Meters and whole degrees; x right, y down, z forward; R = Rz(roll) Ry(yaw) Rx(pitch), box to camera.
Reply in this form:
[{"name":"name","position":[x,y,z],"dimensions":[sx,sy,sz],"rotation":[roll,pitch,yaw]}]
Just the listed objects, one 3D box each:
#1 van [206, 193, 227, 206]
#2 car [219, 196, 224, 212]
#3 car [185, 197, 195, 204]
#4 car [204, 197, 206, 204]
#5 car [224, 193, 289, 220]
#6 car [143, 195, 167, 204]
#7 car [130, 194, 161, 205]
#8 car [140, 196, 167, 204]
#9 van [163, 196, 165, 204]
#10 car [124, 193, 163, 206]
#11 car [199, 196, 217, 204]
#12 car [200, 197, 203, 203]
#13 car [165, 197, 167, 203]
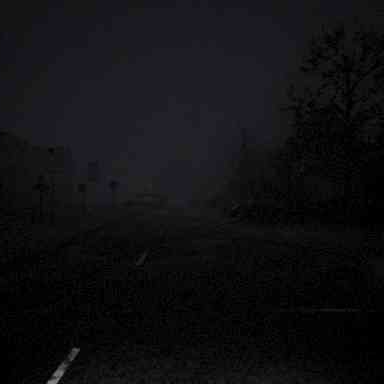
[{"name":"van","position":[4.746,1.083,49.905],"dimensions":[4.442,1.987,1.878],"rotation":[0,-1,-1]},{"name":"car","position":[5.026,1.337,29.110],"dimensions":[4.674,1.452,2.002],"rotation":[0,0,0]},{"name":"car","position":[-0.323,1.522,60.110],"dimensions":[2.033,1.411,5.357],"rotation":[0,-1,0]},{"name":"car","position":[5.022,1.336,52.699],"dimensions":[5.366,1.575,1.946],"rotation":[0,-1,-1]},{"name":"car","position":[5.101,1.190,25.939],"dimensions":[4.553,1.767,2.185],"rotation":[0,0,0]},{"name":"car","position":[-7.583,1.518,68.535],"dimensions":[4.553,1.767,2.185],"rotation":[0,-1,-1]},{"name":"car","position":[-7.407,1.219,53.357],"dimensions":[4.553,1.767,2.185],"rotation":[0,-1,-1]},{"name":"car","position":[-7.567,1.571,65.497],"dimensions":[5.008,1.535,2.097],"rotation":[0,-1,-1]},{"name":"van","position":[-7.350,1.164,56.396],"dimensions":[4.442,1.987,1.878],"rotation":[0,-1,-1]},{"name":"car","position":[-7.596,1.309,50.436],"dimensions":[5.366,1.575,1.946],"rotation":[0,-1,-1]},{"name":"car","position":[3.822,1.917,80.869],"dimensions":[2.097,1.767,4.553],"rotation":[-2,-3,39]},{"name":"car","position":[4.731,1.220,61.079],"dimensions":[5.566,2.045,2.435],"rotation":[0,-1,-1]},{"name":"car","position":[-7.502,1.250,62.587],"dimensions":[5.566,2.045,2.435],"rotation":[0,-1,-1]}]
